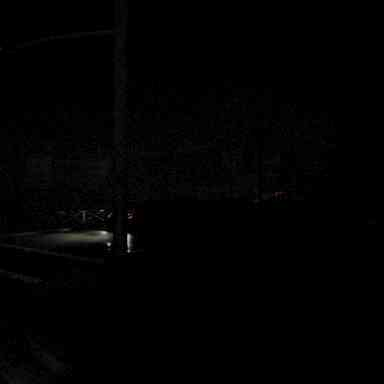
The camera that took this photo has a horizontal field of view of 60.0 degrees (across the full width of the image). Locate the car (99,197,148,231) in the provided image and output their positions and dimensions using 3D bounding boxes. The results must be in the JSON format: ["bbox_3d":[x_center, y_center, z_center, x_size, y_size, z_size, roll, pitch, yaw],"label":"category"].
[{"bbox_3d":[-3.087,1.352,20.594,2.097,1.767,4.553,0,0,35],"label":"car"}]

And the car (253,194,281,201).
[{"bbox_3d":[8.393,1.221,37.074,2.150,2.045,5.566,0,0,35],"label":"car"}]

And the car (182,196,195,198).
[{"bbox_3d":[-0.805,1.374,48.194,1.845,1.501,3.633,0,0,35],"label":"car"}]

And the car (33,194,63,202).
[{"bbox_3d":[-28.940,1.154,67.787,2.152,1.636,5.027,0,0,35],"label":"car"}]

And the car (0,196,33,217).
[{"bbox_3d":[-15.847,1.340,26.945,2.007,1.523,4.514,0,0,35],"label":"car"}]

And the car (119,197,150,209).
[{"bbox_3d":[-7.527,1.384,43.861,1.970,1.475,3.806,0,0,35],"label":"car"}]

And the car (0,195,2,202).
[{"bbox_3d":[-41.427,1.298,67.598,2.007,1.523,4.514,0,0,35],"label":"car"}]

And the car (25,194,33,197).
[{"bbox_3d":[-34.363,1.232,71.233,1.970,1.475,3.806,0,0,35],"label":"car"}]

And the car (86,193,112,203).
[{"bbox_3d":[-15.890,1.097,59.048,1.932,1.855,4.605,0,0,35],"label":"car"}]

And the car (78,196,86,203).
[{"bbox_3d":[-18.500,1.077,60.391,1.905,1.878,3.866,0,0,35],"label":"car"}]
